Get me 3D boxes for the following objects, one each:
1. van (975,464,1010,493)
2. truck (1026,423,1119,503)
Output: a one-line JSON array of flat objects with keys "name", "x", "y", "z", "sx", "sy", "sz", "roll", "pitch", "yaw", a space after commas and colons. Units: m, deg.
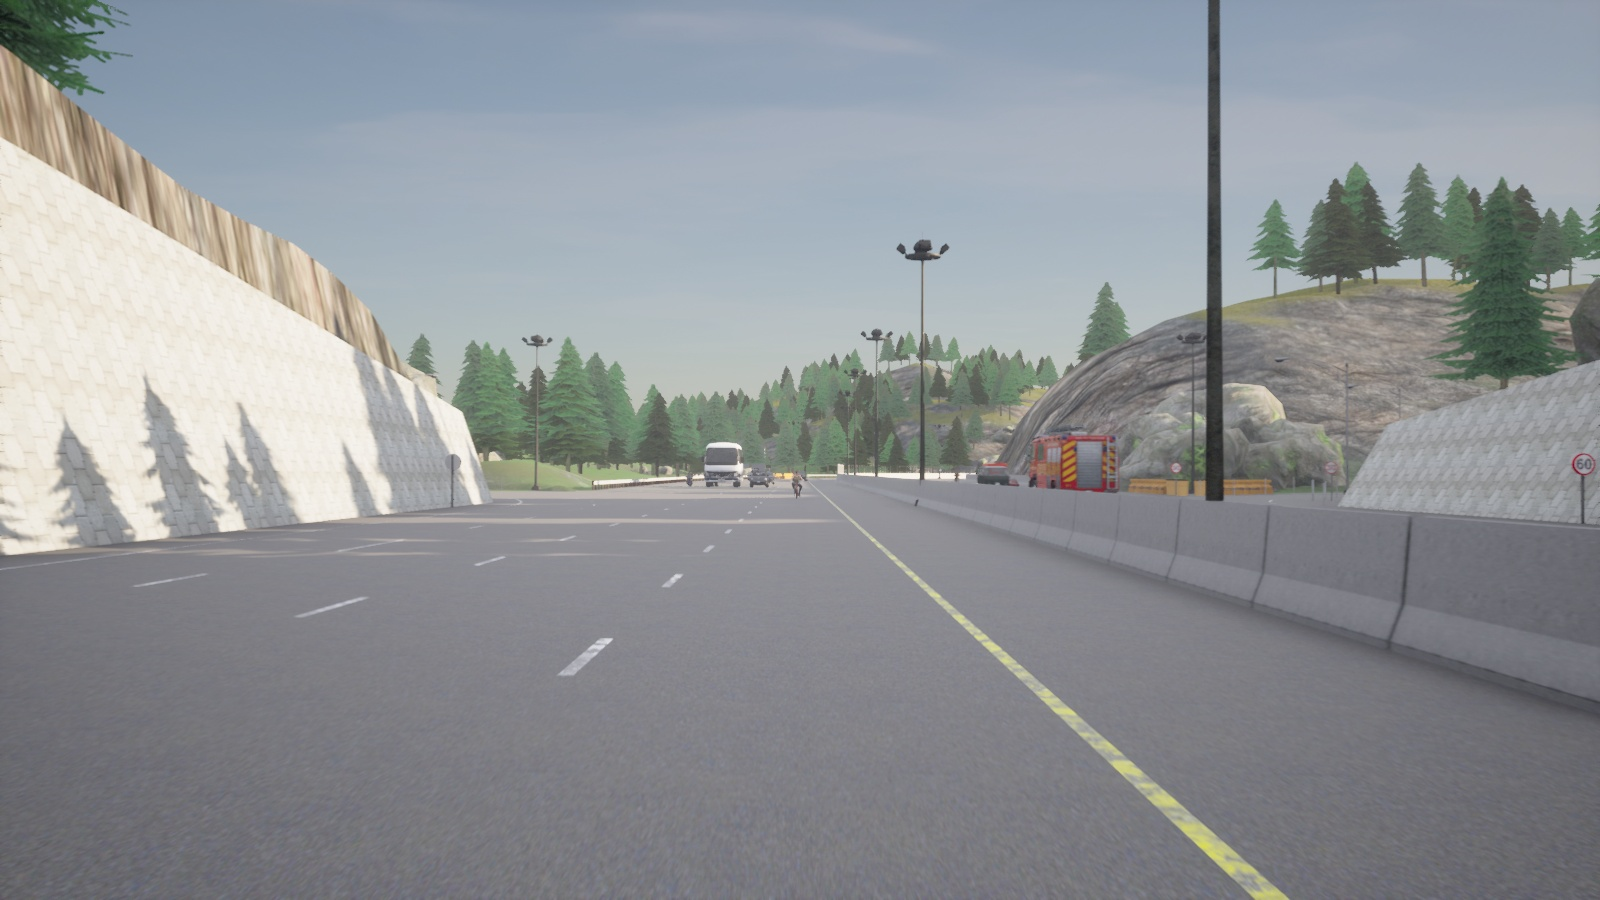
[{"name": "van", "x": 13.781, "y": 2.020, "z": 90.042, "sx": 1.775, "sy": 1.987, "sz": 4.442, "roll": 0, "pitch": -1, "yaw": 0}, {"name": "truck", "x": 13.839, "y": 0.675, "z": 64.545, "sx": 2.891, "sy": 3.827, "sz": 8.468, "roll": 0, "pitch": -1, "yaw": 0}]
